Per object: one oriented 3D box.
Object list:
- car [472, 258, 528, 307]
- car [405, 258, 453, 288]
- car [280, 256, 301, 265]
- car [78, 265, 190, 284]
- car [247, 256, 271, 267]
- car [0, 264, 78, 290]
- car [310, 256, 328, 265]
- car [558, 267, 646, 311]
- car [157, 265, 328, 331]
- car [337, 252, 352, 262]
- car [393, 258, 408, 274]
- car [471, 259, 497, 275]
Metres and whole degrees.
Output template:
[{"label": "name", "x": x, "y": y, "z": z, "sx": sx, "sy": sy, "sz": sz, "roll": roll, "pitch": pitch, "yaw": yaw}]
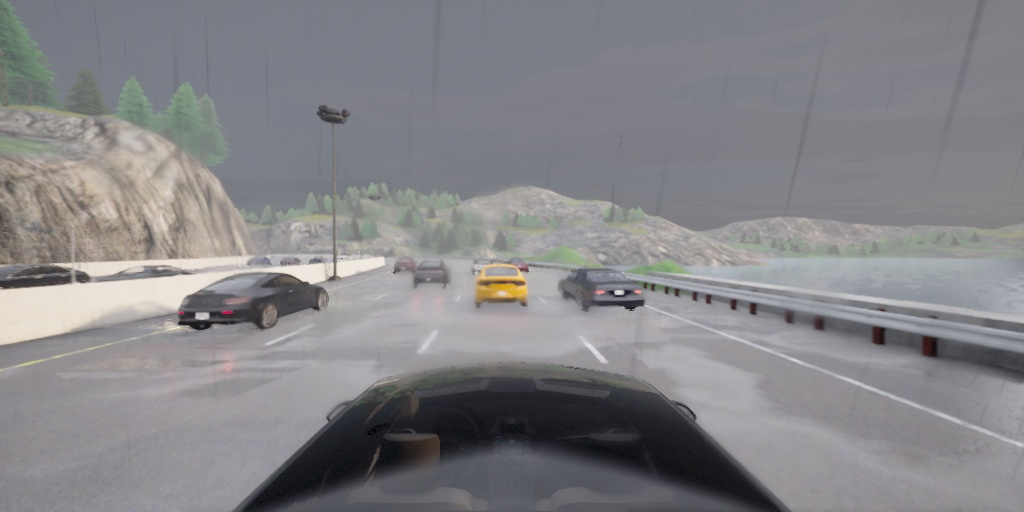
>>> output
[{"label": "car", "x": -0.493, "y": 1.056, "z": 14.484, "sx": 1.882, "sy": 1.535, "sz": 5.008, "roll": 0, "pitch": 1, "yaw": -4}, {"label": "car", "x": -4.594, "y": 0.995, "z": 21.105, "sx": 2.128, "sy": 1.511, "sz": 4.902, "roll": 0, "pitch": 1, "yaw": -6}, {"label": "car", "x": -33.322, "y": 0.720, "z": 54.109, "sx": 1.994, "sy": 1.385, "sz": 4.181, "roll": 0, "pitch": 1, "yaw": -18}, {"label": "car", "x": -18.558, "y": 1.156, "z": 18.272, "sx": 1.994, "sy": 1.385, "sz": 4.181, "roll": 0, "pitch": 1, "yaw": -6}, {"label": "car", "x": -36.078, "y": 0.732, "z": 51.341, "sx": 1.812, "sy": 1.442, "sz": 4.674, "roll": 0, "pitch": 1, "yaw": -17}, {"label": "car", "x": -21.839, "y": 1.142, "z": 15.858, "sx": 1.837, "sy": 1.490, "sz": 4.892, "roll": 0, "pitch": 1, "yaw": -5}, {"label": "car", "x": -30.354, "y": 0.722, "z": 56.340, "sx": 1.895, "sy": 1.301, "sz": 4.718, "roll": 0, "pitch": 1, "yaw": -18}, {"label": "car", "x": 3.103, "y": 1.127, "z": 13.429, "sx": 2.033, "sy": 1.411, "sz": 5.357, "roll": 0, "pitch": 1, "yaw": -4}, {"label": "car", "x": -7.236, "y": 1.182, "z": 10.551, "sx": 1.812, "sy": 1.442, "sz": 4.674, "roll": 0, "pitch": 1, "yaw": -3}, {"label": "car", "x": -27.258, "y": 0.322, "z": 58.071, "sx": 2.150, "sy": 2.045, "sz": 5.566, "roll": 0, "pitch": 1, "yaw": -18}, {"label": "car", "x": -9.970, "y": 0.876, "z": 33.803, "sx": 1.812, "sy": 1.442, "sz": 4.674, "roll": 0, "pitch": 1, "yaw": -10}, {"label": "car", "x": -2.620, "y": 0.942, "z": 32.452, "sx": 1.895, "sy": 1.301, "sz": 4.718, "roll": 0, "pitch": 1, "yaw": -9}]
